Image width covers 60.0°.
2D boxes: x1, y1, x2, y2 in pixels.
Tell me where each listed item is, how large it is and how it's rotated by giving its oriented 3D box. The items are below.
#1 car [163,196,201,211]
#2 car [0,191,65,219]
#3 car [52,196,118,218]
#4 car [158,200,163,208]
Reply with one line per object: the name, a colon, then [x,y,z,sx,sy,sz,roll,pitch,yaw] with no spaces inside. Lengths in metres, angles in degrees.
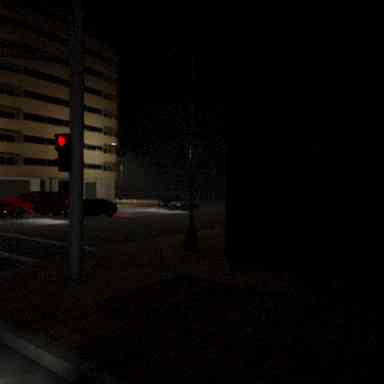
car: [-0.778,1.286,36.916,1.812,1.442,4.674,1,1,35]
car: [-12.532,0.945,26.237,2.150,2.045,5.566,1,0,35]
car: [-8.130,1.266,26.436,1.837,1.490,4.892,1,0,35]
car: [-2.114,1.215,41.086,2.128,1.511,4.902,1,0,35]
